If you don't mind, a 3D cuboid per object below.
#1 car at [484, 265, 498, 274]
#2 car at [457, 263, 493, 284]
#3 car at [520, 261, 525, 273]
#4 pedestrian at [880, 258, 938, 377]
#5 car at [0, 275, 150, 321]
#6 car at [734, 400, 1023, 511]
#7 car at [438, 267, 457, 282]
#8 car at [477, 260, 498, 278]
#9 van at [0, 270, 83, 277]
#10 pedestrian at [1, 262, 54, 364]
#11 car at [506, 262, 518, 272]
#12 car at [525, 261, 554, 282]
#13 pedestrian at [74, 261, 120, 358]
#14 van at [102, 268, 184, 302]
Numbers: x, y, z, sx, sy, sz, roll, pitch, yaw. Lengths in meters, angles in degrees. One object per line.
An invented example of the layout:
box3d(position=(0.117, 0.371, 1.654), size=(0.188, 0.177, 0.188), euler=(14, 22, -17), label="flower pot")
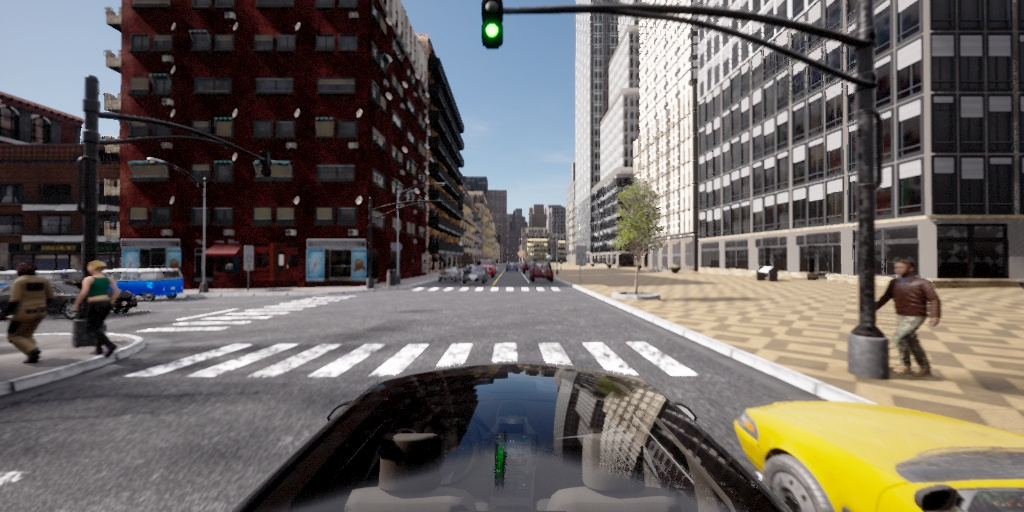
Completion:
box3d(position=(-3.086, 1.967, 53.892), size=(1.895, 1.301, 4.718), euler=(0, -1, 0), label="car")
box3d(position=(-3.095, 1.576, 30.849), size=(2.128, 1.511, 4.902), euler=(0, -1, 0), label="car")
box3d(position=(2.691, 1.699, 55.342), size=(2.192, 1.841, 5.009), euler=(0, 0, 0), label="car")
box3d(position=(6.095, 0.934, 5.521), size=(0.375, 1.860, 0.375), euler=(0, 0, 0), label="pedestrian")
box3d(position=(-17.866, 1.668, 14.240), size=(4.892, 1.490, 1.837), euler=(-1, 0, -1), label="car")
box3d(position=(2.689, 1.265, 0.999), size=(1.751, 1.417, 4.829), euler=(0, 0, 0), label="car")
box3d(position=(-5.690, 1.663, 33.239), size=(2.007, 1.370, 4.403), euler=(0, 0, 0), label="car")
box3d(position=(-3.082, 1.433, 41.454), size=(2.150, 2.045, 5.566), euler=(0, -1, 0), label="car")
box3d(position=(-26.305, 1.685, 19.946), size=(3.998, 1.789, 1.690), euler=(0, 0, -1), label="van")
box3d(position=(-8.368, 0.942, 6.217), size=(0.375, 1.860, 0.375), euler=(0, 0, 0), label="pedestrian")
box3d(position=(0.001, 1.827, 62.410), size=(2.097, 1.767, 4.553), euler=(0, -1, 0), label="car")
box3d(position=(2.690, 1.427, 33.239), size=(2.192, 1.841, 5.009), euler=(0, 0, 0), label="car")
box3d(position=(-7.841, 0.950, 6.793), size=(0.375, 1.860, 0.375), euler=(0, 0, 0), label="pedestrian")
box3d(position=(-20.767, 1.596, 19.997), size=(3.998, 1.789, 1.690), euler=(0, 0, -1), label="van")
